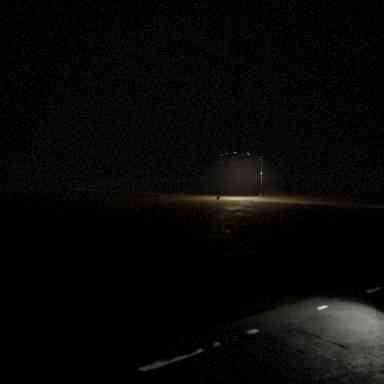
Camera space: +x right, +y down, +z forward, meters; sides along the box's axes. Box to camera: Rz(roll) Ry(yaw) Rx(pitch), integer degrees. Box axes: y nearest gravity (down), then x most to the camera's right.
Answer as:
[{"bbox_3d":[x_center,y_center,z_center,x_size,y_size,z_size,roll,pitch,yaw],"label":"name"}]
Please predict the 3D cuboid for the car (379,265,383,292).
[{"bbox_3d":[6.043,1.518,7.387,4.674,1.442,1.812,0,0,-36],"label":"car"}]
